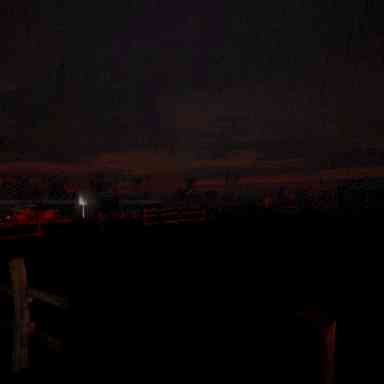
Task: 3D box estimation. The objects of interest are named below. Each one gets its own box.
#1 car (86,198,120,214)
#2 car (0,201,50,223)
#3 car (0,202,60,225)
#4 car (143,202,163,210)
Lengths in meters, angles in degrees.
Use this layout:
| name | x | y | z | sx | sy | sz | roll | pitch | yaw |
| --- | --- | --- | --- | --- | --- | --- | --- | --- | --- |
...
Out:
| name | x | y | z | sx | sy | sz | roll | pitch | yaw |
| --- | --- | --- | --- | --- | --- | --- | --- | --- | --- |
| car | -11.346 | 1.756 | 43.010 | 2.150 | 2.045 | 5.566 | -1 | -1 | 16 |
| car | -15.016 | 1.678 | 29.468 | 2.097 | 1.767 | 4.553 | -1 | -1 | 16 |
| car | -12.732 | 1.740 | 26.746 | 1.882 | 1.535 | 5.008 | -1 | -1 | 15 |
| car | -6.766 | 2.386 | 58.095 | 1.895 | 1.301 | 4.718 | -1 | -1 | 18 |
